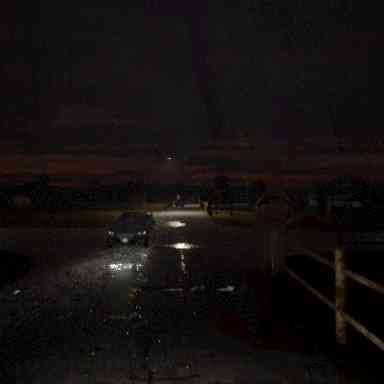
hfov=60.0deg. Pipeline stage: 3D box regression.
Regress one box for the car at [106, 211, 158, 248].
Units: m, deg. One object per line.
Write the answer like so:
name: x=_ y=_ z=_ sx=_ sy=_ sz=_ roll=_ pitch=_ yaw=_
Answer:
car: x=-2.734 y=1.722 z=16.028 sx=2.128 sy=1.511 sz=4.902 roll=0 pitch=0 yaw=0

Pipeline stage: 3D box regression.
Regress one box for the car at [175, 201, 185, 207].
car: x=-2.673 y=2.646 z=73.501 sx=1.812 sy=1.442 sz=4.674 roll=0 pitch=-1 yaw=0
